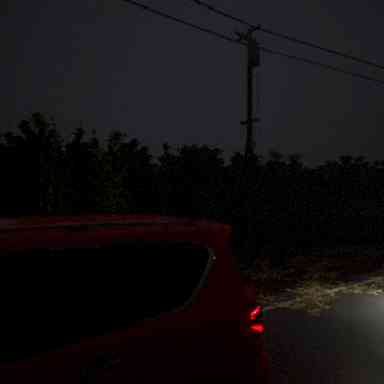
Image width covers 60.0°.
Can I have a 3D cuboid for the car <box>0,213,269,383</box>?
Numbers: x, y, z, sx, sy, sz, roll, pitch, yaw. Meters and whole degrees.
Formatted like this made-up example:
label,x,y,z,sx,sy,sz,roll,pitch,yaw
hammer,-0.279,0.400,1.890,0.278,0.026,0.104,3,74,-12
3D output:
label,x,y,z,sx,sy,sz,roll,pitch,yaw
car,-1.943,1.220,2.123,5.566,2.045,2.150,0,0,-35
